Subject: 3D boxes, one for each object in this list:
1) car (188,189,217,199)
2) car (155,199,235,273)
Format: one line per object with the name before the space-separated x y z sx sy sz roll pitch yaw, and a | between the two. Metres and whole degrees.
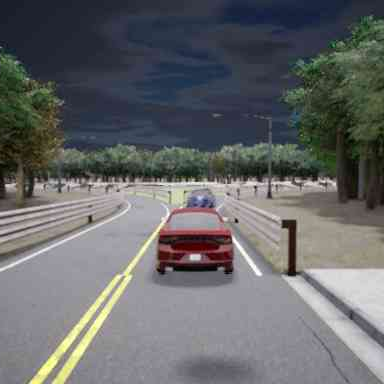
car | 0.933 0.504 28.155 2.097 1.767 4.553 0 2 8
car | 0.079 1.183 9.693 1.882 1.535 5.008 0 2 0
